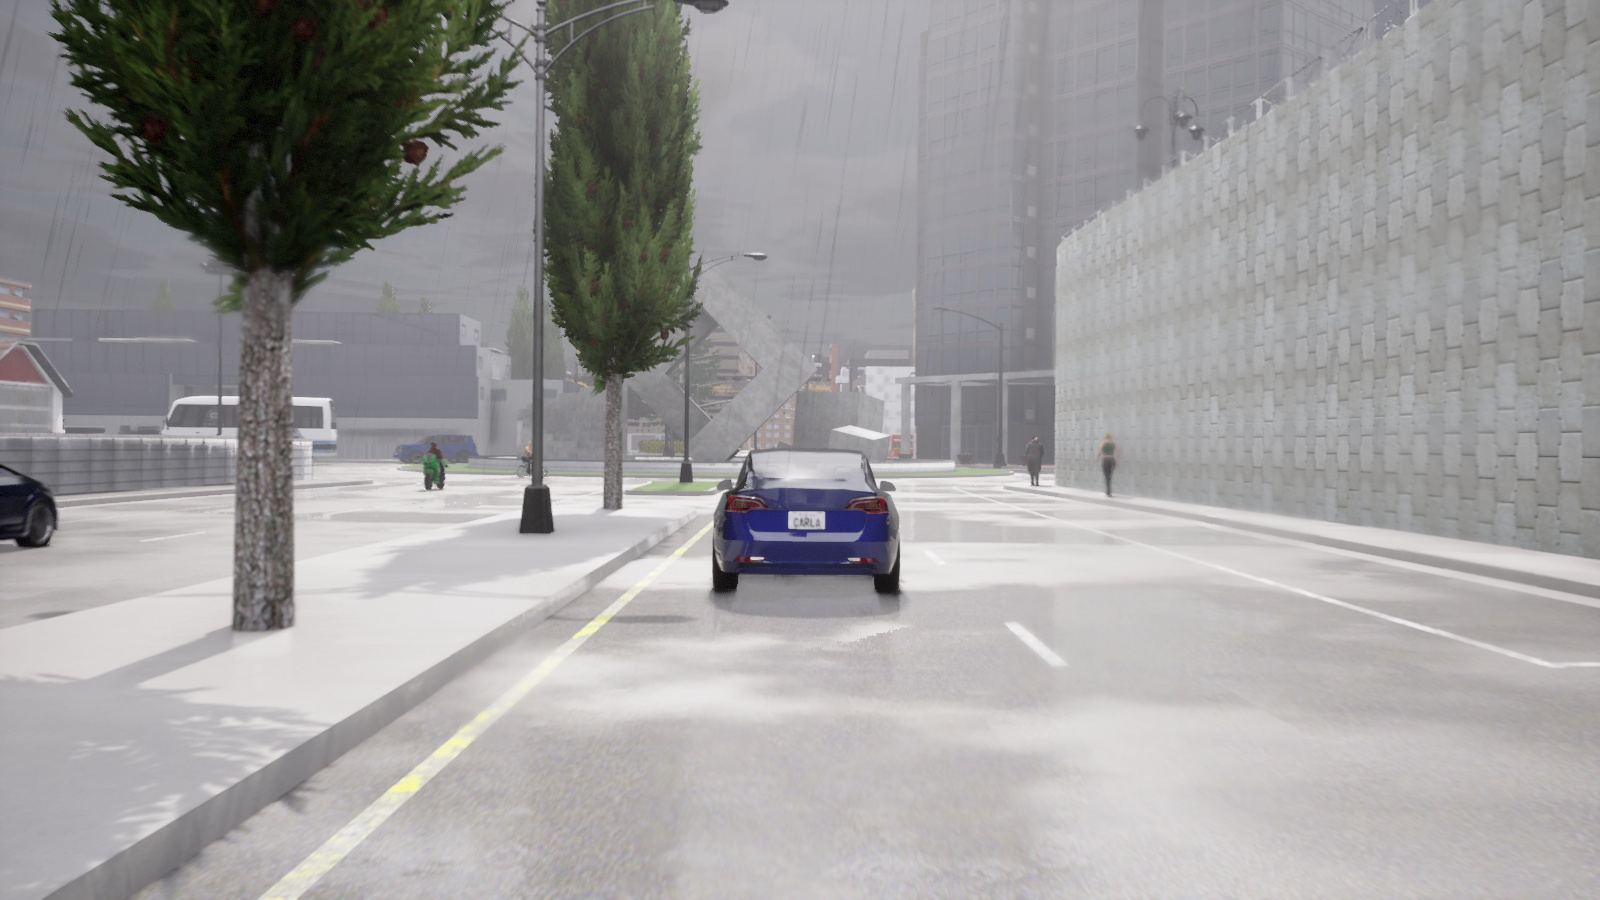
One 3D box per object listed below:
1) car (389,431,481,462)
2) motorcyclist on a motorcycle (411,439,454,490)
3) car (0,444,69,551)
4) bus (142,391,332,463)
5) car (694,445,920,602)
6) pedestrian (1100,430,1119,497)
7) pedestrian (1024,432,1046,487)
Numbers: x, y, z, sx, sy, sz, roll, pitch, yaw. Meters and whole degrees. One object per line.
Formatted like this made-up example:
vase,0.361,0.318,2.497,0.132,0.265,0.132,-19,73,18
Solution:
car,-24.959,-0.213,85.962,5.566,2.045,2.150,1,0,-36
motorcyclist on a motorcycle,-11.433,0.430,39.136,0.797,1.523,2.044,1,0,-1
car,-11.424,0.616,15.806,1.994,1.385,4.181,1,0,0
bus,-35.134,-1.407,78.916,10.273,4.253,3.944,1,0,-13
car,0.071,0.704,14.524,2.163,1.488,4.792,1,0,0
pedestrian,8.642,0.377,35.056,0.345,1.836,0.594,1,0,-3
pedestrian,8.394,0.330,44.862,0.659,1.952,0.873,1,0,4
